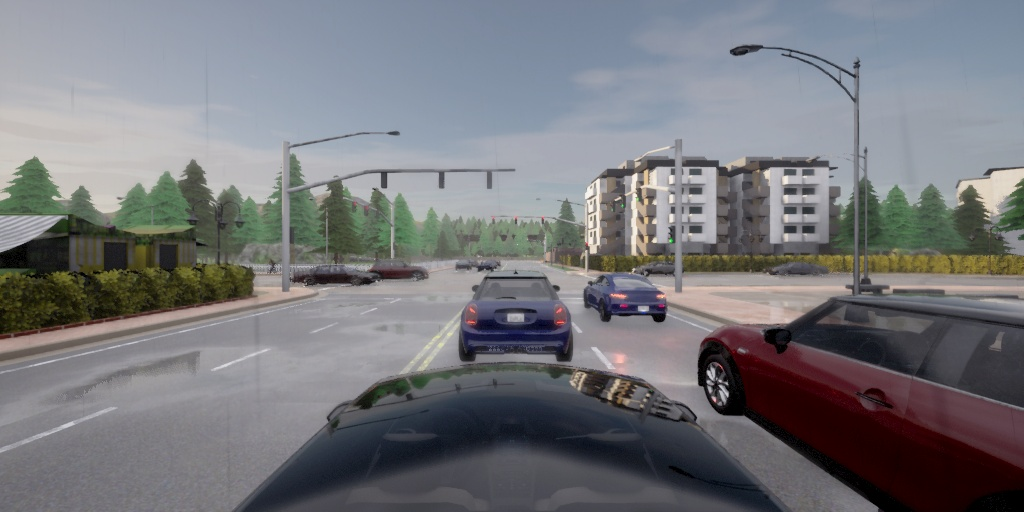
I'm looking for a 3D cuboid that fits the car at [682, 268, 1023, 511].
[{"bbox_3d":[3.605,1.102,3.124,2.097,1.767,4.553,0,0,0],"label":"car"}]

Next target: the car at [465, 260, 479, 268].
[{"bbox_3d":[-6.745,1.314,60.837,1.994,1.385,4.181,0,0,0],"label":"car"}]

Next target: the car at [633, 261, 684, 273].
[{"bbox_3d":[14.246,1.241,34.997,4.902,1.511,2.128,0,0,-2],"label":"car"}]

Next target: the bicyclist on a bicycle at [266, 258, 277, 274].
[{"bbox_3d":[-25.594,1.052,38.175,0.582,1.620,1.656,0,0,-1],"label":"bicyclist on a bicycle"}]

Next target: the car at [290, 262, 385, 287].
[{"bbox_3d":[-11.700,1.297,23.936,5.357,1.411,2.033,0,0,-1],"label":"car"}]

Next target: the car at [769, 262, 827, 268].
[{"bbox_3d":[27.834,1.297,35.207,5.357,1.411,2.033,0,0,2],"label":"car"}]

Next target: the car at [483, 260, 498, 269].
[{"bbox_3d":[-3.287,1.297,56.197,2.033,1.411,5.357,0,0,0],"label":"car"}]

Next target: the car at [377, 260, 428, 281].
[{"bbox_3d":[-9.029,1.101,28.601,4.553,1.767,2.097,0,0,-15],"label":"car"}]

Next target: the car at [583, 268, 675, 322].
[{"bbox_3d":[3.645,1.276,12.113,1.812,1.442,4.674,0,0,1],"label":"car"}]

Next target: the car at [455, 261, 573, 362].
[{"bbox_3d":[0.092,1.102,8.403,2.097,1.767,4.553,0,0,1],"label":"car"}]

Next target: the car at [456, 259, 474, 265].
[{"bbox_3d":[-6.802,1.228,50.920,1.882,1.535,5.008,0,0,0],"label":"car"}]
